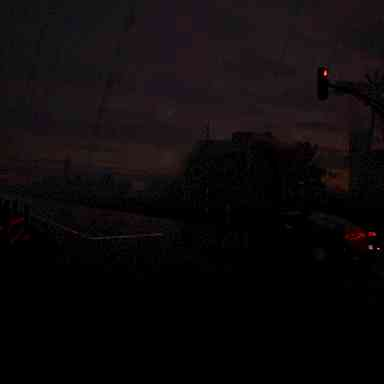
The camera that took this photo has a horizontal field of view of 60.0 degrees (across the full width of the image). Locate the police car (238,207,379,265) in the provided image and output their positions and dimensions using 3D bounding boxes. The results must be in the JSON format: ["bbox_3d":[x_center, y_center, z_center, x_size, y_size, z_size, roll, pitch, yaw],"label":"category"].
[{"bbox_3d":[3.757,1.371,11.848,1.930,1.638,5.238,1,0,-35],"label":"police car"}]
